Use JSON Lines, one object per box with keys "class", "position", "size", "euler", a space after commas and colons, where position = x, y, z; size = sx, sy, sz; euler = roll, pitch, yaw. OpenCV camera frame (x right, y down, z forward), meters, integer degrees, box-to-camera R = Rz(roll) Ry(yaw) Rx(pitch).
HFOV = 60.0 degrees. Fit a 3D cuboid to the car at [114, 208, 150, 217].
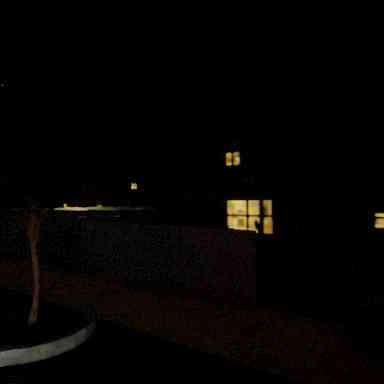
{"class": "car", "position": [-5.157, 2.237, 31.063], "size": [1.882, 1.535, 5.008], "euler": [-2, -2, 35]}
